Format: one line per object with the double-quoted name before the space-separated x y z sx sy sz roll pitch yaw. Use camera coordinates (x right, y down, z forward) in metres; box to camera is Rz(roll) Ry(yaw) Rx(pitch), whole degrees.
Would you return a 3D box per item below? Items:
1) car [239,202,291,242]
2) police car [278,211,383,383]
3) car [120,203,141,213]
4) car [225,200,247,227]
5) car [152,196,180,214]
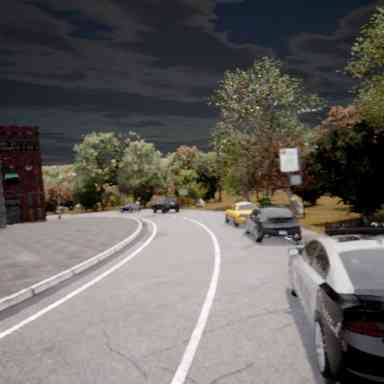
"car" 3.634 1.378 15.663 1.837 1.490 4.892 -3 0 1
"police car" 2.697 1.334 5.371 1.930 1.638 5.238 -2 0 10
"car" -10.247 2.594 54.973 2.128 1.511 4.902 -7 1 -40
"car" 3.380 1.349 22.118 1.801 1.575 5.366 -4 0 -5
"car" -3.474 1.682 43.494 2.150 2.045 5.566 -5 0 -26
